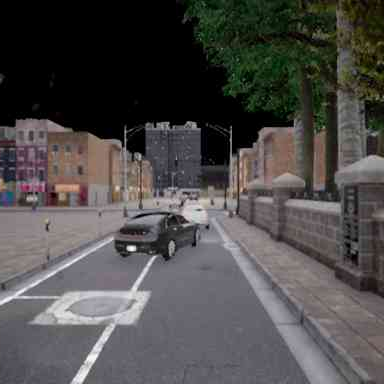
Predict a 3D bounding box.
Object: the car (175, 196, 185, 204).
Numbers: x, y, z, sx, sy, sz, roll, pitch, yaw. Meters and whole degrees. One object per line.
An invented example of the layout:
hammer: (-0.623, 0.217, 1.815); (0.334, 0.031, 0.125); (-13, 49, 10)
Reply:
car: (-2.318, 1.512, 64.592); (1.752, 1.417, 4.829); (0, 0, 0)

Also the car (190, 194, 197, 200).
car: (0.446, 1.318, 89.367); (1.882, 1.535, 5.008); (0, 0, 0)

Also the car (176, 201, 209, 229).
car: (0.136, 1.516, 21.249); (1.812, 1.442, 4.674); (0, 0, 1)

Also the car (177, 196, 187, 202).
car: (-2.262, 1.553, 75.666); (1.947, 1.339, 4.313); (0, 0, 0)

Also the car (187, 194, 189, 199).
car: (-2.290, 1.553, 70.214); (1.947, 1.339, 4.313); (0, 0, 0)

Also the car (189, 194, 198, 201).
car: (0.396, 1.337, 79.331); (2.097, 1.767, 4.553); (0, 0, 0)

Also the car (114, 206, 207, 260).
car: (-1.104, 1.499, 12.618); (1.837, 1.490, 4.892); (0, 0, 19)

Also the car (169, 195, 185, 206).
car: (-2.400, 1.511, 48.236); (1.752, 1.417, 4.829); (0, 0, 0)

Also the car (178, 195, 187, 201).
car: (-2.235, 1.539, 81.118); (2.008, 1.369, 4.403); (0, 0, 0)

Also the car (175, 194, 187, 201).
car: (-2.372, 1.301, 53.858); (2.192, 1.841, 5.009); (0, 0, 0)
